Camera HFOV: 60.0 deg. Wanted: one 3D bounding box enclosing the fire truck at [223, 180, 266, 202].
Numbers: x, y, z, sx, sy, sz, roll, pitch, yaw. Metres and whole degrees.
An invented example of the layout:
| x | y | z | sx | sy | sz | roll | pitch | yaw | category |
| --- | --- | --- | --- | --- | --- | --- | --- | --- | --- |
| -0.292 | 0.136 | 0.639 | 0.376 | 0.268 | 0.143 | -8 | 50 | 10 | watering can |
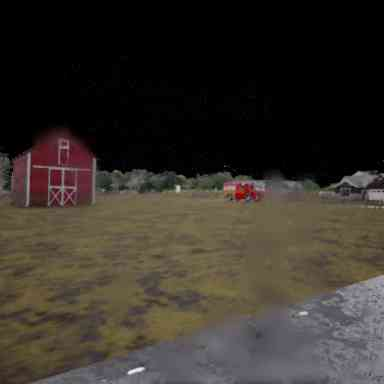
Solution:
| x | y | z | sx | sy | sz | roll | pitch | yaw | category |
| --- | --- | --- | --- | --- | --- | --- | --- | --- | --- |
| 9.621 | -0.191 | 61.826 | 2.891 | 3.827 | 8.468 | 2 | -1 | -35 | fire truck |
